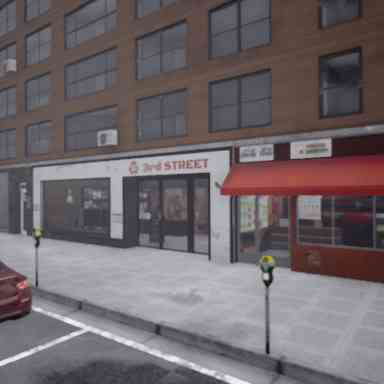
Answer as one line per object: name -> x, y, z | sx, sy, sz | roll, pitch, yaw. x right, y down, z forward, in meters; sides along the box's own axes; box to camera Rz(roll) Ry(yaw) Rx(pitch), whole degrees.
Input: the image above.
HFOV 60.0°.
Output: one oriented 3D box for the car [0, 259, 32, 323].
car -> -4.560, 1.630, 6.063 | 4.206, 1.307, 1.802 | 0, 0, 36
